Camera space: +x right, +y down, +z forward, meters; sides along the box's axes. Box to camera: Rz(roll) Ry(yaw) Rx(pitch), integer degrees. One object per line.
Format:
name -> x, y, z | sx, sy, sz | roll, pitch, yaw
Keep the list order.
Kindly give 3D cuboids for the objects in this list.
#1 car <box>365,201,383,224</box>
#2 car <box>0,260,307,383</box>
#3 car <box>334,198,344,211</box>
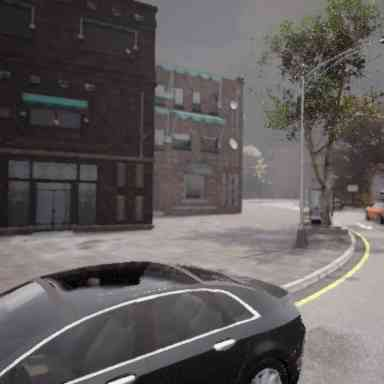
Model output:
car -> 15.463, 1.492, 26.510 | 2.097, 1.767, 4.553 | 1, 1, 11
car -> -0.970, 1.526, 3.042 | 4.892, 1.490, 1.837 | 1, 0, -36
car -> 15.923, 1.407, 39.313 | 2.128, 1.511, 4.902 | 1, 1, -8
